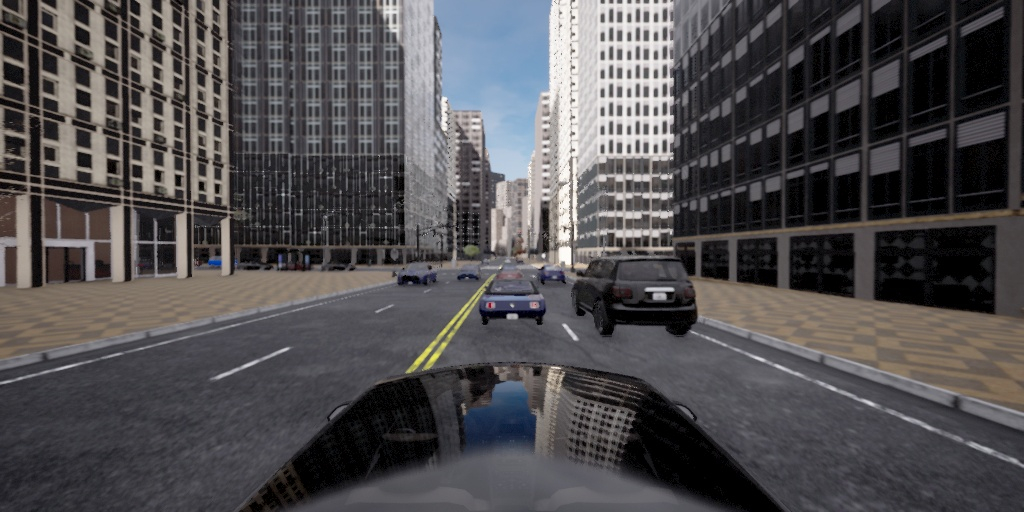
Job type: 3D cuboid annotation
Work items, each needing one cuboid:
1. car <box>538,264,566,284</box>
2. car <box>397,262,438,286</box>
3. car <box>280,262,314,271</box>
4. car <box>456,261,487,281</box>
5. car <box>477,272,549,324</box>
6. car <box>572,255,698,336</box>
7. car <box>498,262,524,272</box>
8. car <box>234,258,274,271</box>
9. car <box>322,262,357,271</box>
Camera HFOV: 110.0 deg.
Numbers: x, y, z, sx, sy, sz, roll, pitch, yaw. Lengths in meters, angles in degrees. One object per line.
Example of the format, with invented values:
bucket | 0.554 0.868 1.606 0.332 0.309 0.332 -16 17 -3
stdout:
car | 3.061 1.387 28.294 1.812 1.442 4.674 0 0 -1
car | -6.856 1.225 26.354 2.097 1.767 4.553 0 0 0
car | -28.941 1.411 48.385 4.207 1.307 1.802 0 0 1
car | -3.651 1.436 31.686 2.033 1.411 5.357 0 0 0
car | -0.005 1.399 12.123 1.895 1.301 4.718 0 0 -1
car | 3.259 1.006 10.652 2.150 2.045 5.566 0 0 -1
car | -0.187 1.431 28.111 1.994 1.385 4.181 0 0 -1
car | -34.623 1.354 48.491 4.313 1.339 1.948 0 0 1
car | -23.255 1.435 48.318 4.313 1.339 1.948 0 0 0
